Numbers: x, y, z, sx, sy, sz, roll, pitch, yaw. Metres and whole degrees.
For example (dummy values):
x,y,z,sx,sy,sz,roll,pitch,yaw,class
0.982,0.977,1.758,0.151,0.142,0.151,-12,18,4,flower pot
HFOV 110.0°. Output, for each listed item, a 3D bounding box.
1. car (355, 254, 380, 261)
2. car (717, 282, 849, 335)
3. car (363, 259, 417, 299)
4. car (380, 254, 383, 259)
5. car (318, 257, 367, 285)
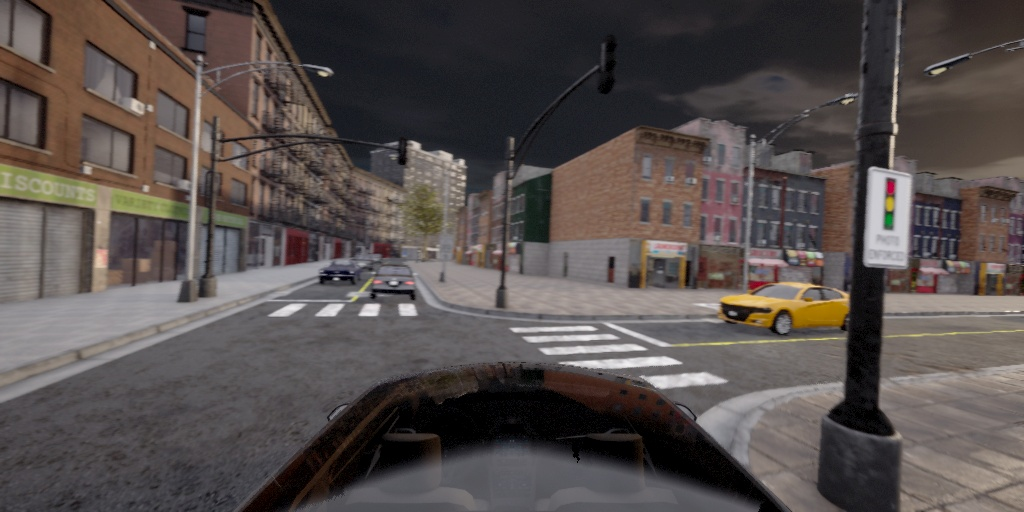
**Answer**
x,y,z,sx,sy,sz,roll,pitch,yaw,class
-14.049,0.611,33.900,2.128,1.511,4.902,3,0,-18,car
9.279,1.624,11.944,5.008,1.535,1.882,2,0,-18,car
-5.331,1.060,16.261,2.033,1.411,5.357,3,0,-18,car
-19.575,0.410,51.492,2.128,1.511,4.902,3,0,-18,car
-9.990,0.894,21.172,1.895,1.301,4.718,3,0,-18,car
